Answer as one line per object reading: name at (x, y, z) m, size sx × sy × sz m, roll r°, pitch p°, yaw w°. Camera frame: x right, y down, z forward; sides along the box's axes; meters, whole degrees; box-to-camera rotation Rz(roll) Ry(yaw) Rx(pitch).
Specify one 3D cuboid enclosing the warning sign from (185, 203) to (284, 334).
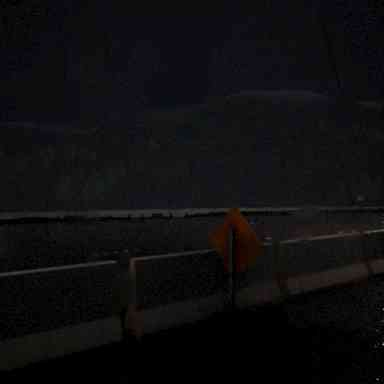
warning sign at (0.691, 1.146, 5.679) m, size 1.060 × 1.860 × 1.300 m, roll 1°, pitch 0°, yaw -35°
